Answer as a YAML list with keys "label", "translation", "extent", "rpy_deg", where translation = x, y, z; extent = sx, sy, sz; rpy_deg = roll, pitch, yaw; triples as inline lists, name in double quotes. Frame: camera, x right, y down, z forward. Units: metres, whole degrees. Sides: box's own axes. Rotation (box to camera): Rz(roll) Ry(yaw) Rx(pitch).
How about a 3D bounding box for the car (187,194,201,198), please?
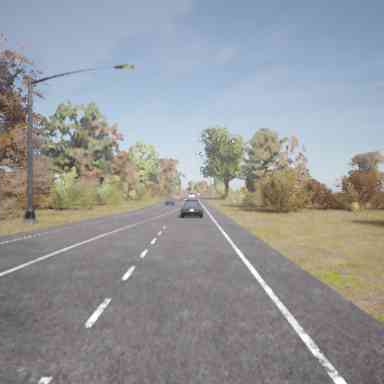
- label: "car"
  translation: [-0.009, 1.438, 50.374]
  extent: [1.882, 1.535, 5.008]
  rpy_deg: [0, 0, 0]

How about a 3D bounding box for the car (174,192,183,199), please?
- label: "car"
  translation: [-3.513, 1.110, 82.152]
  extent: [2.150, 2.045, 5.566]
  rpy_deg: [0, 0, 0]

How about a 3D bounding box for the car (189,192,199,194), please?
- label: "car"
  translation: [-0.014, 1.109, 84.037]
  extent: [2.150, 2.045, 5.566]
  rpy_deg: [0, 0, 0]

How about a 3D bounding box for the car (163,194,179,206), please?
- label: "car"
  translation: [-3.509, 1.480, 54.243]
  extent: [1.837, 1.490, 4.892]
  rpy_deg: [0, 0, 0]

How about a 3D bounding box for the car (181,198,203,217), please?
- label: "car"
  translation: [-0.003, 1.548, 31.129]
  extent: [1.994, 1.385, 4.181]
  rpy_deg: [0, 0, 0]
